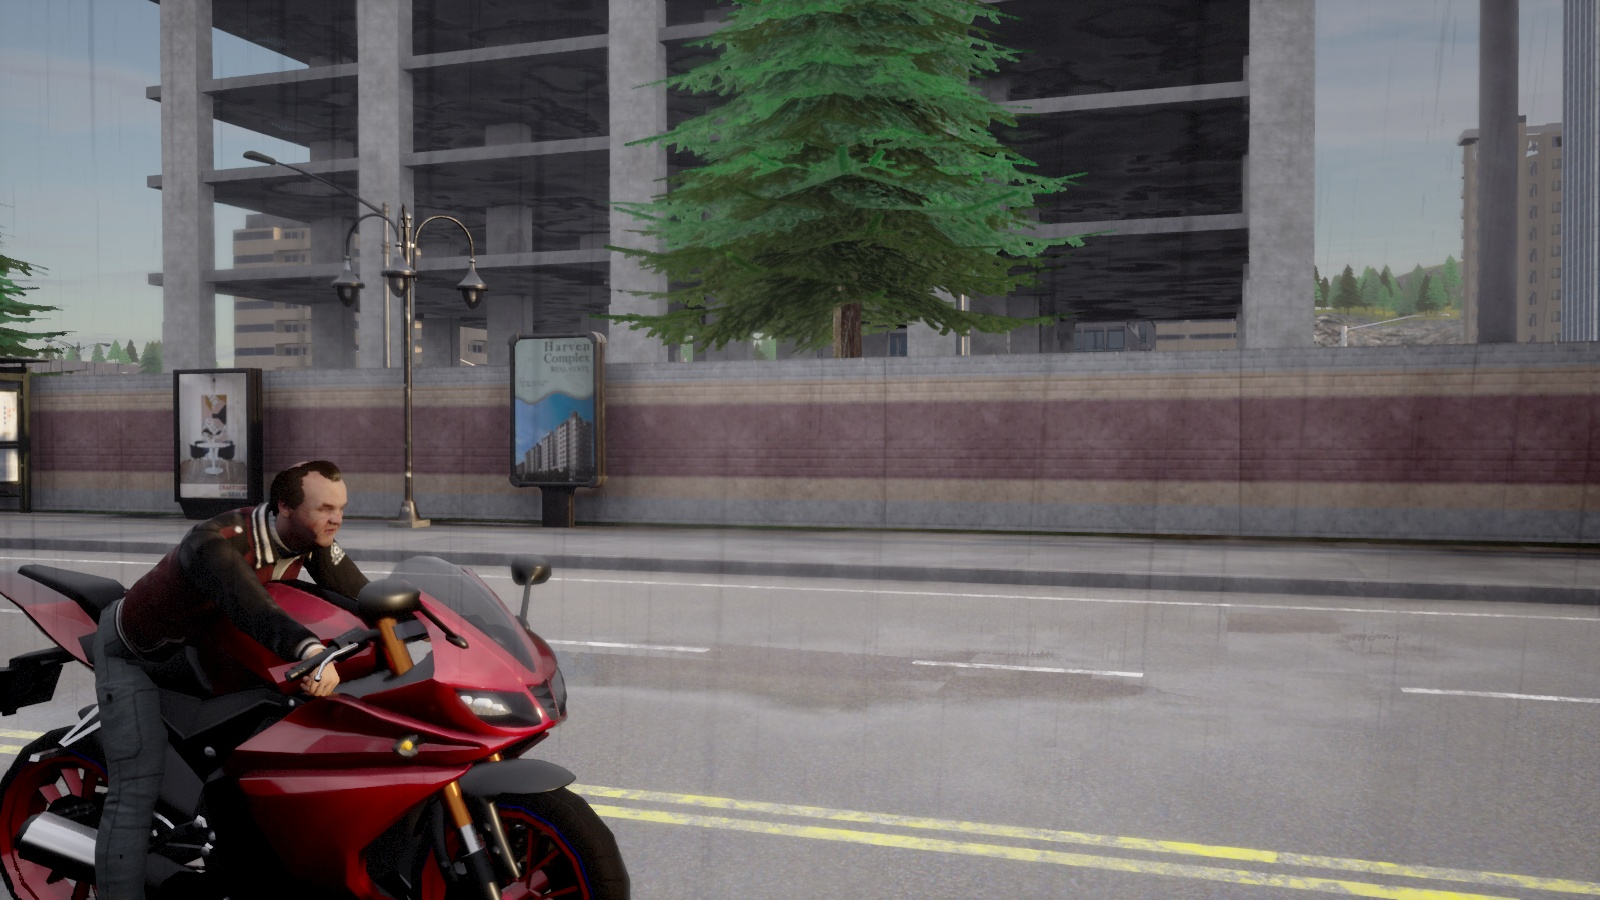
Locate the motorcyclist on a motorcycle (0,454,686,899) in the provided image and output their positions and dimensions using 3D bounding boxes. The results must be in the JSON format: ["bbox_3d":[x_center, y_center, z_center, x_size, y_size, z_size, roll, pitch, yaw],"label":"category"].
[{"bbox_3d":[-1.520,0.797,3.704,2.191,1.530,0.866,1,1,19],"label":"motorcyclist on a motorcycle"}]
